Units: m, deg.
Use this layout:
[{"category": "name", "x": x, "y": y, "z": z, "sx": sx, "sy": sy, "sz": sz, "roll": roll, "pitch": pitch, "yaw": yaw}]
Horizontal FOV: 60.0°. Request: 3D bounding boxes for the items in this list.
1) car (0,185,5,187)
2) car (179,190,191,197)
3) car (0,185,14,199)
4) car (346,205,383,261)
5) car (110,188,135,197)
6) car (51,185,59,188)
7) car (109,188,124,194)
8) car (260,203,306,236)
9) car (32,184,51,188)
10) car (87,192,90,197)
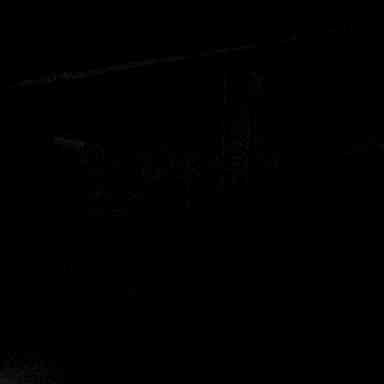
[{"category": "car", "x": -22.498, "y": 0.095, "z": 39.113, "sx": 3.866, "sy": 1.878, "sz": 1.905, "roll": 2, "pitch": 1, "yaw": 35}, {"category": "car", "x": -0.306, "y": 0.363, "z": 69.448, "sx": 5.027, "sy": 1.636, "sz": 2.152, "roll": 2, "pitch": 1, "yaw": 35}, {"category": "car", "x": -27.012, "y": -0.110, "z": 46.344, "sx": 4.605, "sy": 1.855, "sz": 1.932, "roll": 2, "pitch": 1, "yaw": 35}, {"category": "car", "x": 7.008, "y": 1.470, "z": 12.197, "sx": 1.905, "sy": 1.878, "sz": 3.866, "roll": 2, "pitch": 1, "yaw": 35}, {"category": "car", "x": -13.415, "y": 0.132, "z": 64.223, "sx": 3.633, "sy": 1.501, "sz": 1.845, "roll": 2, "pitch": 1, "yaw": 35}, {"category": "car", "x": -30.623, "y": -0.622, "z": 72.002, "sx": 4.605, "sy": 1.855, "sz": 1.932, "roll": 2, "pitch": 1, "yaw": 35}, {"category": "car", "x": -19.767, "y": -0.343, "z": 87.085, "sx": 3.633, "sy": 1.501, "sz": 1.845, "roll": 2, "pitch": 1, "yaw": 35}, {"category": "car", "x": 4.897, "y": 1.474, "z": 19.012, "sx": 2.242, "sy": 1.667, "sz": 4.611, "roll": 2, "pitch": 1, "yaw": 35}, {"category": "car", "x": -31.967, "y": -0.631, "z": 69.393, "sx": 3.866, "sy": 1.878, "sz": 1.905, "roll": 2, "pitch": 1, "yaw": 35}, {"category": "car", "x": -19.231, "y": 0.110, "z": 56.097, "sx": 4.514, "sy": 1.523, "sz": 2.007, "roll": 2, "pitch": 1, "yaw": 35}]
